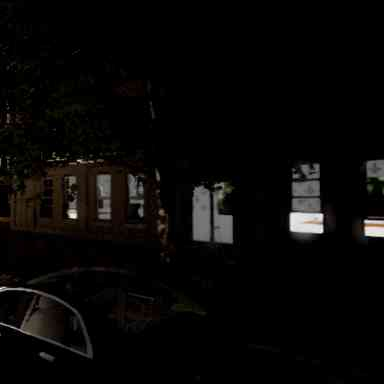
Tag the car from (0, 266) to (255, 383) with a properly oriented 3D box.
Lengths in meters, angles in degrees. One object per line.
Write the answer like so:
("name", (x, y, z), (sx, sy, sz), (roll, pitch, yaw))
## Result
("car", (-1.453, 1.581, 3.912), (4.403, 1.369, 2.008), (-1, 0, 35))
